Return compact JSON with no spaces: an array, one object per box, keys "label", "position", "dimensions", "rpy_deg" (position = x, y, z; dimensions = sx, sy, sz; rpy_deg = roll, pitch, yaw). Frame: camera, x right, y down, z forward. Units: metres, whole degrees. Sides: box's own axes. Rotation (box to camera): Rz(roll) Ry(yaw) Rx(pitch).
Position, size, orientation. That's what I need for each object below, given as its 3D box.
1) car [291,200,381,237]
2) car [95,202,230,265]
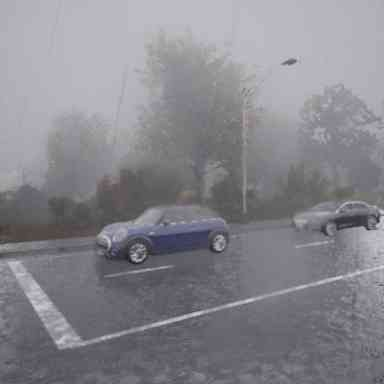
[{"label":"car","position":[6.995,1.162,16.111],"dimensions":[4.902,1.511,2.128],"rpy_deg":[-2,1,-28]},{"label":"car","position":[-0.952,1.259,11.472],"dimensions":[4.553,1.767,2.097],"rpy_deg":[-1,1,-32]}]
